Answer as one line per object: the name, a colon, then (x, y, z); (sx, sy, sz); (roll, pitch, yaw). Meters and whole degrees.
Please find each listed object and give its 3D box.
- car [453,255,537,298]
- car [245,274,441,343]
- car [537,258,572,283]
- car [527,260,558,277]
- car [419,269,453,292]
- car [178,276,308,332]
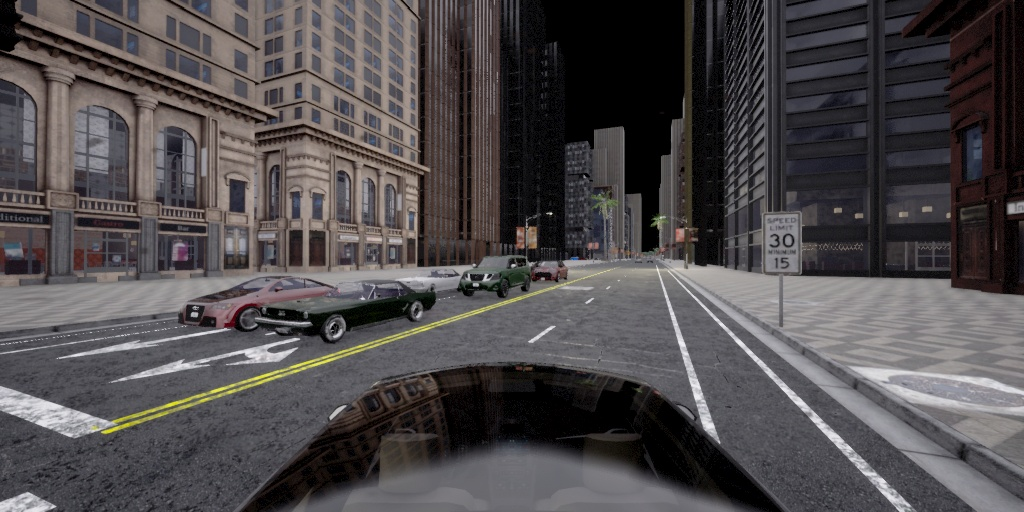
car: (-0.656, 0.977, 19.090); (2.150, 2.045, 5.566); (0, 0, 21)
car: (-4.246, 1.352, 10.012); (1.895, 1.301, 4.718); (0, 0, 24)
car: (3.075, 1.116, 28.588); (2.097, 1.767, 4.553); (0, 0, 21)
car: (3.305, 1.250, 37.879); (1.882, 1.535, 5.008); (0, 0, 22)
car: (-4.139, 1.356, 19.136); (1.895, 1.301, 4.718); (0, 0, 22)
car: (-7.352, 1.315, 10.985); (1.994, 1.385, 4.181); (0, 0, 22)
